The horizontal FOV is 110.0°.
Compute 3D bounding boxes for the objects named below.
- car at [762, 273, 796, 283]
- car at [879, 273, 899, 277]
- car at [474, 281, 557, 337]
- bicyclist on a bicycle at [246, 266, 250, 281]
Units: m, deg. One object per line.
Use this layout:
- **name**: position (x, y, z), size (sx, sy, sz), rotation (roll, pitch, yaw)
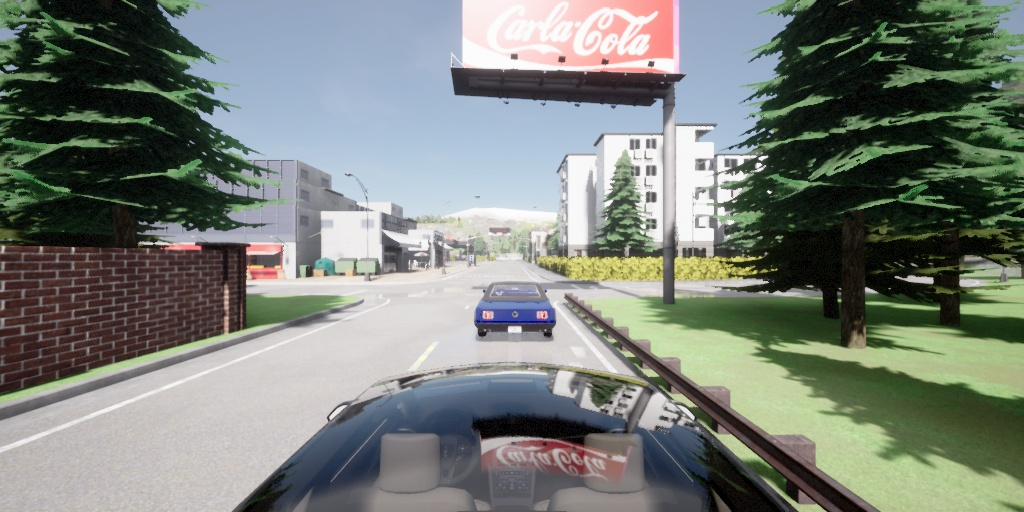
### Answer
- **car**: position (21.474, 1.471, 26.865), size (5.357, 1.411, 2.033), rotation (0, 0, -18)
- **car**: position (39.759, 1.449, 38.320), size (1.812, 1.442, 4.674), rotation (0, 0, 41)
- **car**: position (0.082, 1.350, 10.235), size (1.895, 1.301, 4.718), rotation (0, 0, 0)
- **bicyclist on a bicycle**: position (-21.802, 1.225, 28.932), size (0.582, 1.620, 1.656), rotation (0, 0, 1)
